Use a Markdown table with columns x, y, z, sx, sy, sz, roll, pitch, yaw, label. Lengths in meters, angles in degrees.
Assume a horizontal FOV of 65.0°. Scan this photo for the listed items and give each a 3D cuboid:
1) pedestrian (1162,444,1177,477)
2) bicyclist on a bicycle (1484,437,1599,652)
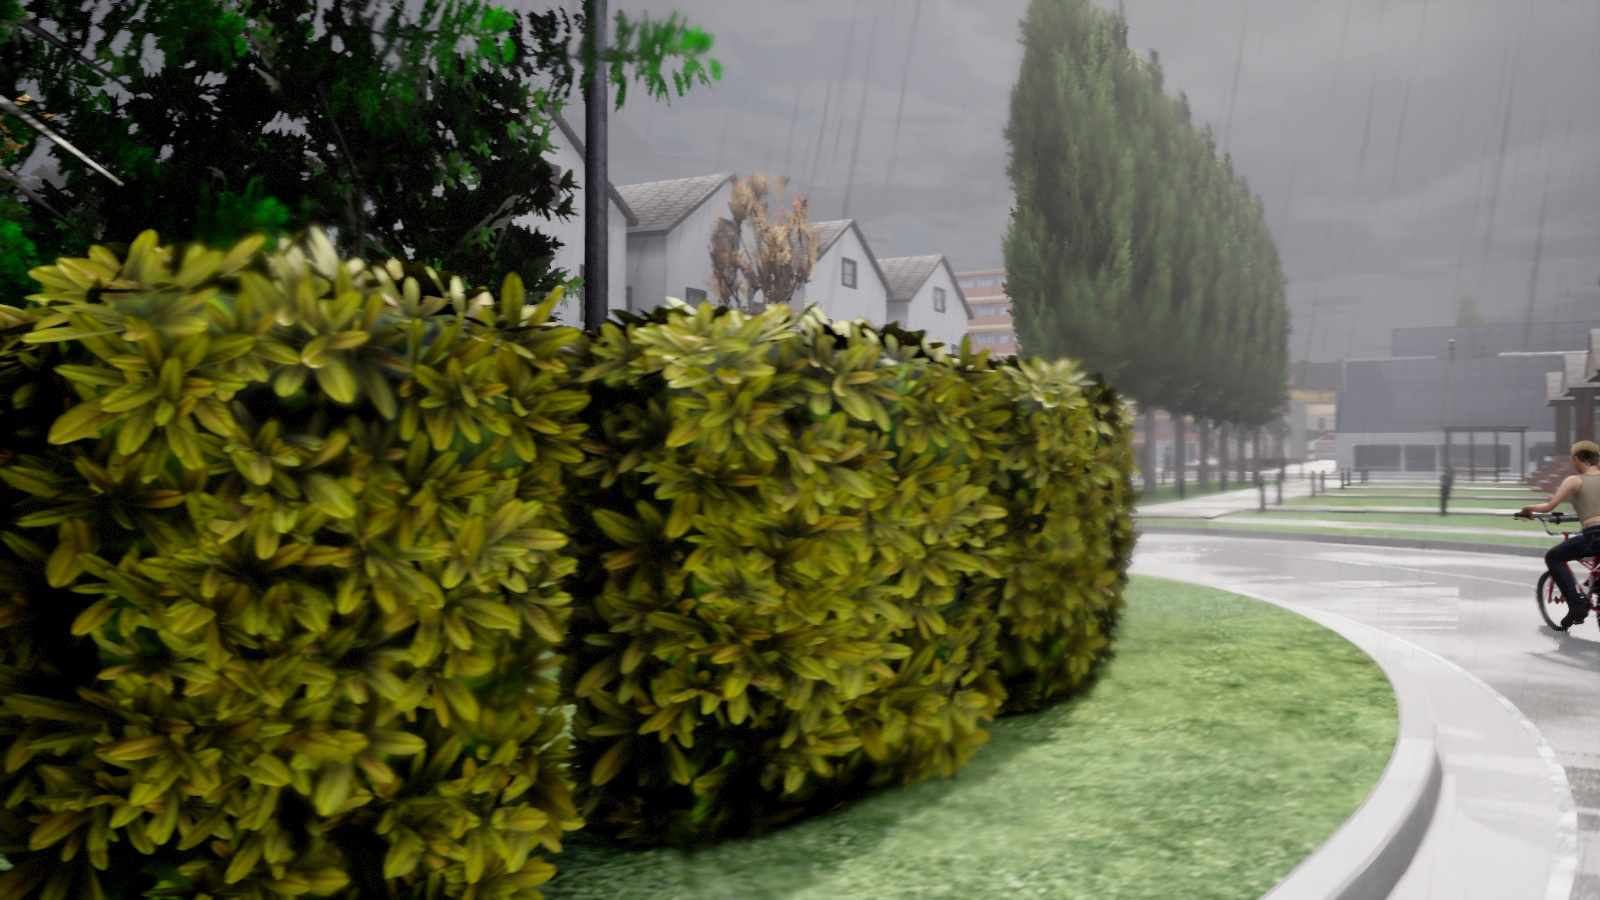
| x | y | z | sx | sy | sz | roll | pitch | yaw | label |
| --- | --- | --- | --- | --- | --- | --- | --- | --- | --- |
| 20.492 | 0.572 | 69.646 | 0.694 | 1.848 | 0.540 | 0 | 0 | 32 | pedestrian |
| 6.339 | 0.703 | 10.152 | 0.866 | 1.612 | 1.509 | -2 | 0 | 7 | bicyclist on a bicycle |
